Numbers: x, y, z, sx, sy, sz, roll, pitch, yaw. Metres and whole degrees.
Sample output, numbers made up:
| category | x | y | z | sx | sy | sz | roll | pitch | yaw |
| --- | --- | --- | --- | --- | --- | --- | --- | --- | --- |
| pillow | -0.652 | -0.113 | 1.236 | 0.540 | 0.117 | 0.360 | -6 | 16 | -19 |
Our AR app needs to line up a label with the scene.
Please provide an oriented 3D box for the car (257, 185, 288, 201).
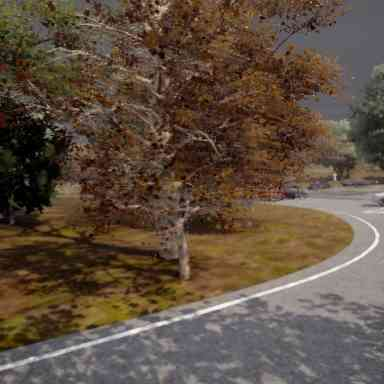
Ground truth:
| category | x | y | z | sx | sy | sz | roll | pitch | yaw |
| --- | --- | --- | --- | --- | --- | --- | --- | --- | --- |
| car | 9.677 | -0.011 | 41.631 | 2.150 | 2.045 | 5.566 | -4 | 2 | -2 |

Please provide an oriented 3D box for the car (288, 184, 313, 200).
| category | x | y | z | sx | sy | sz | roll | pitch | yaw |
| --- | --- | --- | --- | --- | --- | --- | --- | --- | --- |
| car | 12.754 | 0.142 | 41.829 | 2.033 | 1.411 | 5.357 | -3 | 2 | -5 |

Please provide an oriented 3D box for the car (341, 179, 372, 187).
| category | x | y | z | sx | sy | sz | roll | pitch | yaw |
| --- | --- | --- | --- | --- | --- | --- | --- | --- | --- |
| car | 32.007 | -1.837 | 64.595 | 5.357 | 1.411 | 2.033 | -2 | 2 | 1 |

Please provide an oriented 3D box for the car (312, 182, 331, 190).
| category | x | y | z | sx | sy | sz | roll | pitch | yaw |
| --- | --- | --- | --- | --- | --- | --- | --- | --- | --- |
| car | 22.619 | -1.090 | 59.266 | 4.181 | 1.385 | 1.994 | -5 | 3 | -26 |

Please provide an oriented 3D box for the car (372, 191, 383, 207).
| category | x | y | z | sx | sy | sz | roll | pitch | yaw |
| --- | --- | --- | --- | --- | --- | --- | --- | --- | --- |
| car | 17.299 | 0.425 | 27.123 | 4.674 | 1.442 | 1.812 | -1 | 3 | 42 |
